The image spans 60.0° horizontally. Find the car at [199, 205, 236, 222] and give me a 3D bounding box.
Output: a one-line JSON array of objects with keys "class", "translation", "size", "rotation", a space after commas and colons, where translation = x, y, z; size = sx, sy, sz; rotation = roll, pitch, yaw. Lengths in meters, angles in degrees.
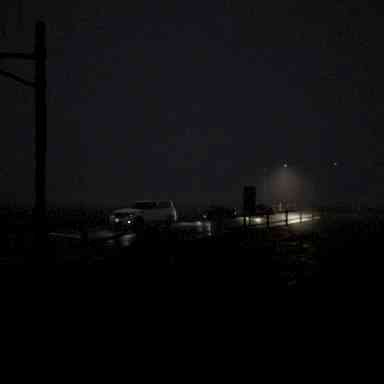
[{"class": "car", "translation": [2.622, 2.080, 33.143], "size": [2.128, 1.511, 4.902], "rotation": [0, -1, 36]}]

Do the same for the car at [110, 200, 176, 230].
[{"class": "car", "translation": [-3.448, 1.610, 24.624], "size": [2.150, 2.045, 5.566], "rotation": [0, -1, 35]}]

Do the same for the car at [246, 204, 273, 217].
[{"class": "car", "translation": [8.419, 2.260, 41.264], "size": [1.882, 1.535, 5.008], "rotation": [0, -1, 36]}]
